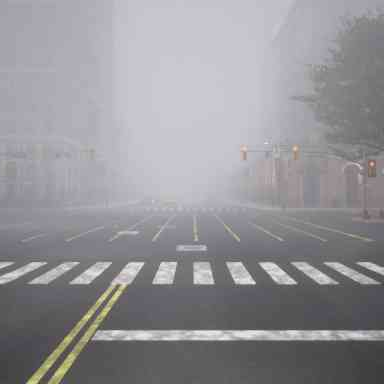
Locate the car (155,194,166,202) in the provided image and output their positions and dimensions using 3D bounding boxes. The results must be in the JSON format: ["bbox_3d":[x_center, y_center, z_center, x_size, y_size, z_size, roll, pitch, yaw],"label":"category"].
[{"bbox_3d":[-6.984,1.352,74.765,2.097,1.767,4.553,0,0,1],"label":"car"}]

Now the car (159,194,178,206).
[{"bbox_3d":[-3.676,1.476,53.578,1.882,1.535,5.008,0,0,0],"label":"car"}]

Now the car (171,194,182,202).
[{"bbox_3d":[-3.481,1.352,75.017,2.097,1.767,4.553,0,0,1],"label":"car"}]

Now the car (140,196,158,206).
[{"bbox_3d":[-7.175,1.505,53.754,1.837,1.490,4.892,0,0,0],"label":"car"}]

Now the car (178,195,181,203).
[{"bbox_3d":[-3.613,1.599,64.853,1.895,1.301,4.718,0,0,1],"label":"car"}]

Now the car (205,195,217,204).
[{"bbox_3d":[3.519,1.350,61.970,2.097,1.767,4.553,0,0,0],"label":"car"}]

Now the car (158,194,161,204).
[{"bbox_3d":[-7.120,1.475,64.489,1.882,1.535,5.008,0,0,1],"label":"car"}]
